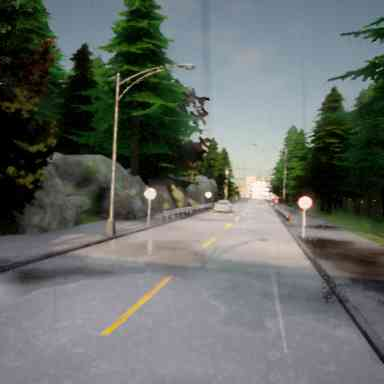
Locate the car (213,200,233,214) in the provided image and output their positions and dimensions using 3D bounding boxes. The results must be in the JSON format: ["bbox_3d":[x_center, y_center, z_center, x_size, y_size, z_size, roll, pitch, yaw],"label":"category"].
[{"bbox_3d":[3.665,1.711,38.798,1.812,1.442,4.674,3,0,12],"label":"car"}]
